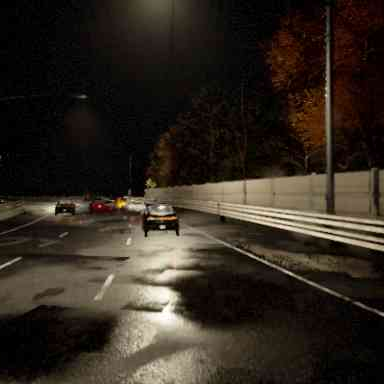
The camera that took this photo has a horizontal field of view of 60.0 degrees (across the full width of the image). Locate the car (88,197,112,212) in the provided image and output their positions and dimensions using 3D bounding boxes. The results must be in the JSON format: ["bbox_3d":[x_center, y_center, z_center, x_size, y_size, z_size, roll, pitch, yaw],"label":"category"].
[{"bbox_3d":[-11.047,1.593,39.143,1.994,1.385,4.181,0,0,-21],"label":"car"}]

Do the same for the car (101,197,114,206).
[{"bbox_3d":[-14.702,1.634,57.675,1.895,1.301,4.718,0,0,-18],"label":"car"}]

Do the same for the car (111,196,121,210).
[{"bbox_3d":[-9.412,1.492,44.554,1.882,1.535,5.008,0,0,-23],"label":"car"}]

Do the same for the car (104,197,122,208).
[{"bbox_3d":[-12.194,1.516,51.125,2.128,1.511,4.902,0,0,-21],"label":"car"}]

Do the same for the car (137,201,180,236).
[{"bbox_3d":[-1.819,1.486,18.472,2.128,1.511,4.902,0,0,-10],"label":"car"}]

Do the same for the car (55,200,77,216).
[{"bbox_3d":[-12.789,1.536,33.728,2.128,1.511,4.902,0,0,-19],"label":"car"}]

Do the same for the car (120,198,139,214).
[{"bbox_3d":[-6.190,1.605,35.722,1.895,1.301,4.718,0,0,-19],"label":"car"}]
